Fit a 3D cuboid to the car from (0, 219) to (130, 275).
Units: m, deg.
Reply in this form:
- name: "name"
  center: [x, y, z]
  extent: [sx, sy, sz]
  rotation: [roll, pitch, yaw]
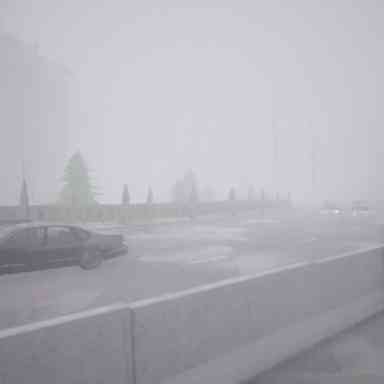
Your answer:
- name: "car"
  center: [-4.524, 1.603, 9.564]
  extent: [5.357, 1.411, 2.033]
  rotation: [0, 0, -38]

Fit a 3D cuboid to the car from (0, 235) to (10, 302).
- name: "car"
  center: [-5.358, 1.563, 4.661]
  extent: [4.674, 1.442, 1.812]
  rotation: [0, 0, -36]

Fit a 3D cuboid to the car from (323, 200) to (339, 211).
- name: "car"
  center: [19.253, 1.784, 46.038]
  extent: [1.812, 1.442, 4.674]
  rotation: [0, -1, 23]

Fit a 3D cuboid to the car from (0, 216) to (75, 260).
- name: "car"
  center: [-6.958, 1.675, 12.126]
  extent: [4.718, 1.301, 1.895]
  rotation: [0, 0, -38]

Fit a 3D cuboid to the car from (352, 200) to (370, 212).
- name: "car"
  center: [21.791, 1.764, 43.073]
  extent: [2.033, 1.411, 5.357]
  rotation: [-1, -1, 25]
